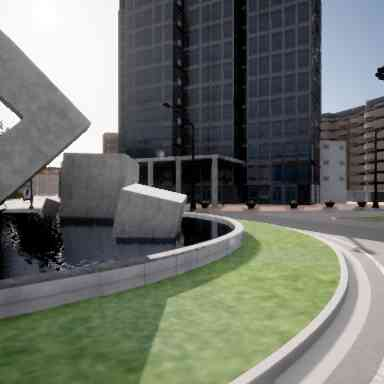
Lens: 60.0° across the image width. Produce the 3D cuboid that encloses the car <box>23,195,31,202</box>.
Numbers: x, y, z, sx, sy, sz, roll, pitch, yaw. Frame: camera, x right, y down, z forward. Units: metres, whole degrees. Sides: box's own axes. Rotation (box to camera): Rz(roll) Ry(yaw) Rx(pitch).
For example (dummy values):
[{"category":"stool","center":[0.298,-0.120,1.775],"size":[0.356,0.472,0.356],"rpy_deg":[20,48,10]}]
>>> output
[{"category":"car","center":[-34.672,1.382,70.412],"size":[1.837,1.490,4.892],"rpy_deg":[0,0,-23]}]
